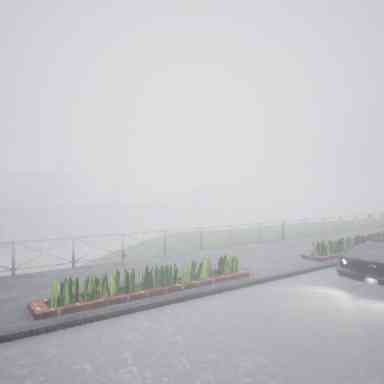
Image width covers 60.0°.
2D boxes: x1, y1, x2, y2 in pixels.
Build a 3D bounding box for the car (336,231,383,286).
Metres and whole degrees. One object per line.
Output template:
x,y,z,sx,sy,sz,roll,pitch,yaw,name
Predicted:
6.073,1.547,8.798,5.357,1.411,2.033,0,0,-35,car
